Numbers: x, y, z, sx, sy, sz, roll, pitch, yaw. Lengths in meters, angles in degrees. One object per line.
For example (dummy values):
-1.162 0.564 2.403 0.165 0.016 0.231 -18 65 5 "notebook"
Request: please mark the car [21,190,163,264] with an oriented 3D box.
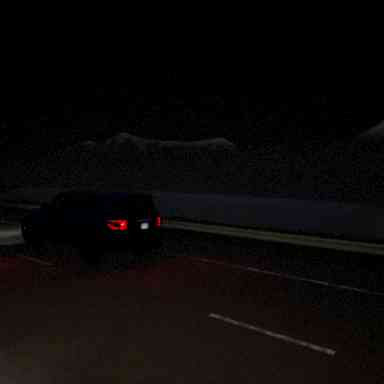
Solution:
-3.459 0.949 11.066 5.566 2.045 2.150 3 1 38 "car"
